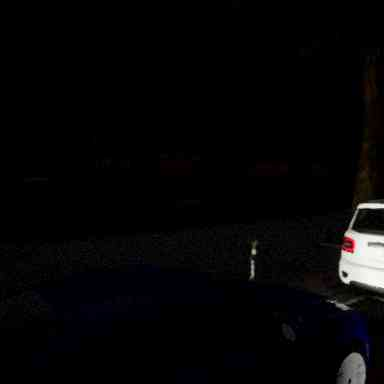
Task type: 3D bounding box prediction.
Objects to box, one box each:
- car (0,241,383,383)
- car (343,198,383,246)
[{"bbox_3d":[-0.288,1.460,3.069,5.008,1.535,1.882,-1,0,-36],"label":"car"},{"bbox_3d":[5.453,1.117,7.125,5.566,2.045,2.150,-1,1,-35],"label":"car"}]
